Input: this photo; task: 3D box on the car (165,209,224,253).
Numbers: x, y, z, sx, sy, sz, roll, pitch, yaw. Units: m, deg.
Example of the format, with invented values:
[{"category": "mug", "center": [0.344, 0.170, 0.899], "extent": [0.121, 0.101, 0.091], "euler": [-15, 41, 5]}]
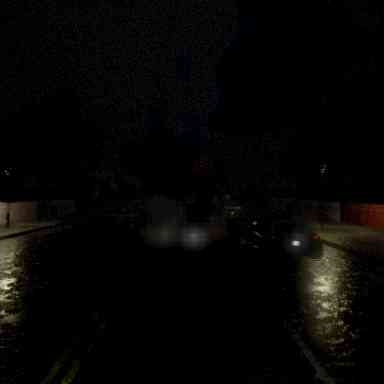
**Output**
[{"category": "car", "center": [0.085, 1.611, 14.024], "extent": [1.994, 1.385, 4.181], "euler": [0, 0, 0]}]

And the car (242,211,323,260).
[{"category": "car", "center": [3.330, 1.607, 12.615], "extent": [1.994, 1.385, 4.181], "euler": [0, 0, 0]}]

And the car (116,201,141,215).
[{"category": "car", "center": [-6.589, 1.680, 34.975], "extent": [1.994, 1.385, 4.181], "euler": [0, 0, 0]}]

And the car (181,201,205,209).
[{"category": "car", "center": [0.087, 1.601, 29.115], "extent": [1.837, 1.490, 4.892], "euler": [0, 0, 0]}]

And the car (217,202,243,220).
[{"category": "car", "center": [3.336, 1.588, 28.995], "extent": [2.128, 1.511, 4.902], "euler": [0, 0, 0]}]

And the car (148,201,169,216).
[{"category": "car", "center": [-3.340, 1.639, 34.352], "extent": [1.812, 1.442, 4.674], "euler": [0, 0, 0]}]
